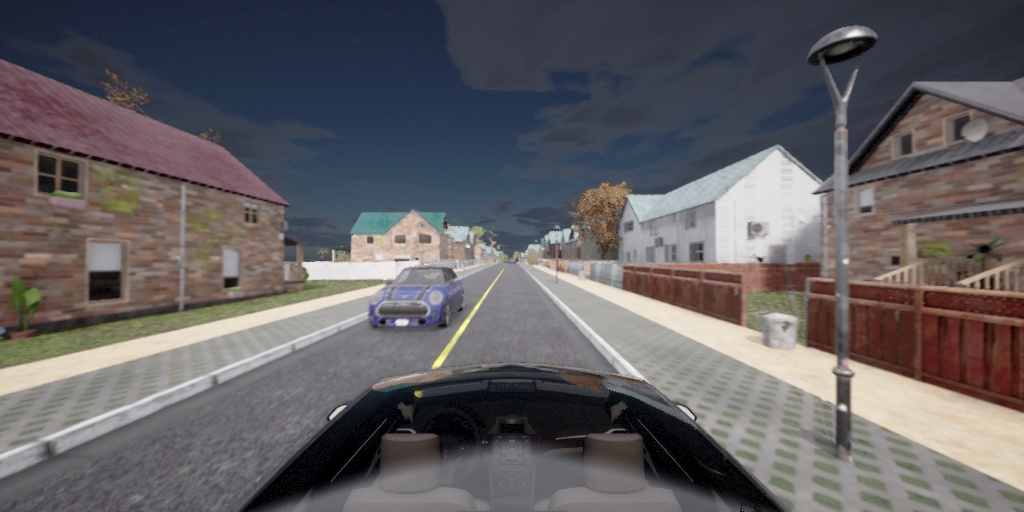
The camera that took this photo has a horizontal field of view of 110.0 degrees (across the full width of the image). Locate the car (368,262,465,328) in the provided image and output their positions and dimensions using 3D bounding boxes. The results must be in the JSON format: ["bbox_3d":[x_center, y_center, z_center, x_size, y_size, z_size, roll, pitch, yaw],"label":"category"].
[{"bbox_3d":[-2.783,1.105,11.394,2.097,1.767,4.553,0,0,1],"label":"car"}]
